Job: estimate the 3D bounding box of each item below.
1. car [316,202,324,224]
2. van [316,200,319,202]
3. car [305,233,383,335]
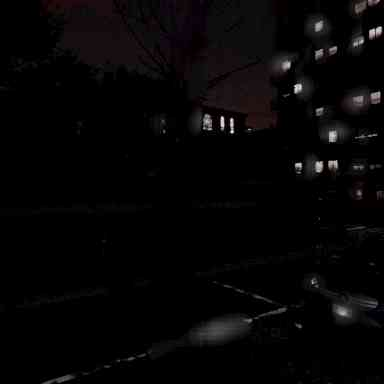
[{"bbox_3d":[7.959,1.770,26.317,1.837,1.490,4.892,0,-1,-35],"label":"car"},{"bbox_3d":[10.514,1.646,32.599,1.690,1.788,3.998,-1,0,-36],"label":"van"},{"bbox_3d":[4.149,1.525,6.340,4.674,1.442,1.812,0,0,-36],"label":"car"}]
